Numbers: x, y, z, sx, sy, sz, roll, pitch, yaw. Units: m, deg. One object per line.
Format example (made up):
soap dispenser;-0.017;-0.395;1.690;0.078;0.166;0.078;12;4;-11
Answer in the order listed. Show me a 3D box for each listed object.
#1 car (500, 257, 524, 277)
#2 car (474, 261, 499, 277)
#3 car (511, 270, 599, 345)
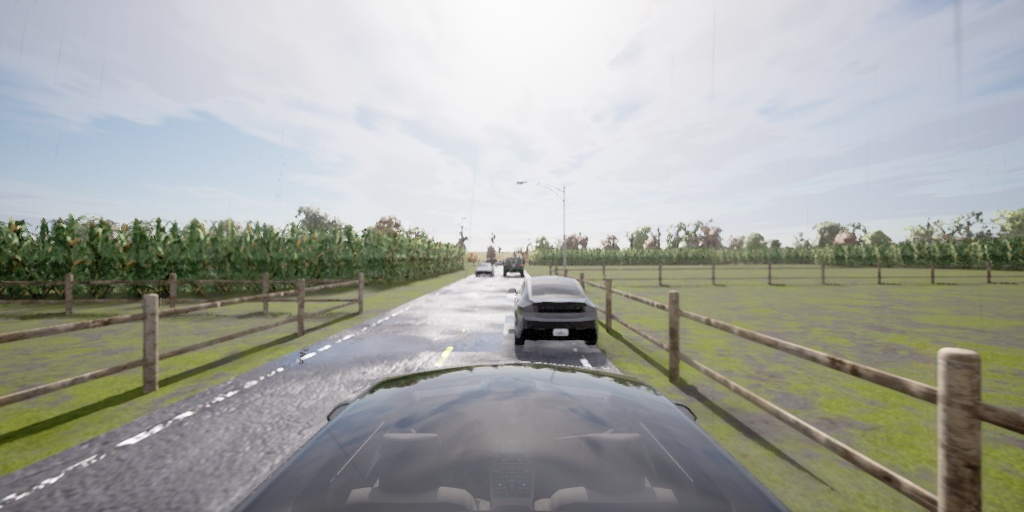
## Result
car;0.156;1.120;38.478;2.150;2.045;5.566;0;0;0
car;-2.774;1.444;37.592;2.033;1.411;5.357;0;0;0
car;0.977;1.290;9.574;1.837;1.490;4.892;0;0;0
